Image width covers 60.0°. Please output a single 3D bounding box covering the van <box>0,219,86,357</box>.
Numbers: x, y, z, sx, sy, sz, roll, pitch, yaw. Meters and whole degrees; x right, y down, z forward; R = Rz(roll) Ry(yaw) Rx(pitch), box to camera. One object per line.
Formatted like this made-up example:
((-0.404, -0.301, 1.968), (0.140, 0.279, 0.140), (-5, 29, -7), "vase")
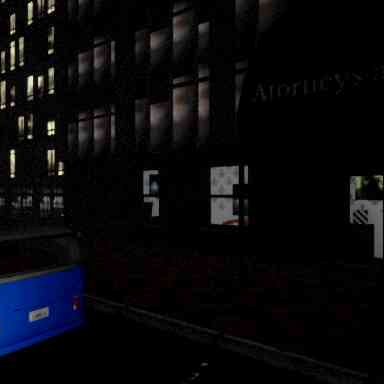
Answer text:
((-3.474, 1.341, 5.370), (3.998, 1.788, 1.690), (0, 0, 36), "van")
